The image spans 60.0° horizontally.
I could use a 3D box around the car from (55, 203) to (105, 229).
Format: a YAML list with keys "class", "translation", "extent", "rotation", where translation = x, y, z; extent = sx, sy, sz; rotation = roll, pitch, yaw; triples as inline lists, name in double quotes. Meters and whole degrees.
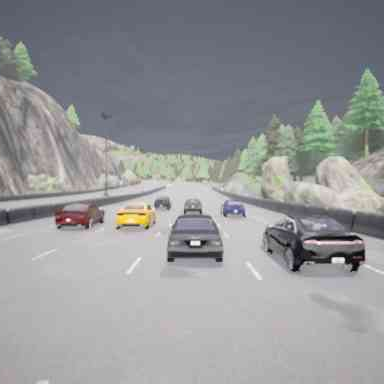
- class: "car"
  translation: [-6.905, 1.409, 21.029]
  extent: [1.882, 1.535, 5.008]
  rotation: [0, 0, 0]

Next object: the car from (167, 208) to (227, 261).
- class: "car"
  translation: [0.096, 1.516, 12.129]
  extent: [2.033, 1.411, 5.357]
  rotation: [0, 0, 0]

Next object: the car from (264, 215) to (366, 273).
- class: "car"
  translation: [3.597, 1.465, 10.597]
  extent: [2.128, 1.511, 4.902]
  rotation: [0, 0, 0]

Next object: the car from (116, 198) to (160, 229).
- class: "car"
  translation: [-3.405, 1.410, 20.929]
  extent: [1.882, 1.535, 5.008]
  rotation: [0, 0, 0]

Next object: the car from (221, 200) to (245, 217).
- class: "car"
  translation: [3.593, 1.396, 29.564]
  extent: [1.812, 1.442, 4.674]
  rotation: [0, 1, 0]

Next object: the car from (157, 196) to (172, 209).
- class: "car"
  translation: [-3.409, 1.271, 39.379]
  extent: [1.837, 1.490, 4.892]
  rotation: [0, 1, 0]

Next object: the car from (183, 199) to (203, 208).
- class: "car"
  translation: [0.092, 1.380, 33.372]
  extent: [2.033, 1.411, 5.357]
  rotation: [0, 1, 0]
